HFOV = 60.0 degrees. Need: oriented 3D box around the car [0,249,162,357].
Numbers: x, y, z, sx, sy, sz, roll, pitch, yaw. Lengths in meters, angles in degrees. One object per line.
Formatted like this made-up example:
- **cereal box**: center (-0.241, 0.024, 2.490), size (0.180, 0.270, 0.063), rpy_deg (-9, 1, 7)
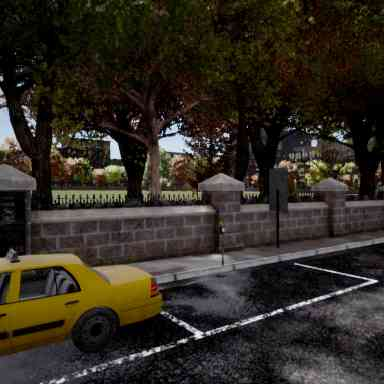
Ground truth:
- **car**: center (-2.768, 1.525, 4.585), size (4.829, 1.417, 1.752), rpy_deg (0, 0, -35)
